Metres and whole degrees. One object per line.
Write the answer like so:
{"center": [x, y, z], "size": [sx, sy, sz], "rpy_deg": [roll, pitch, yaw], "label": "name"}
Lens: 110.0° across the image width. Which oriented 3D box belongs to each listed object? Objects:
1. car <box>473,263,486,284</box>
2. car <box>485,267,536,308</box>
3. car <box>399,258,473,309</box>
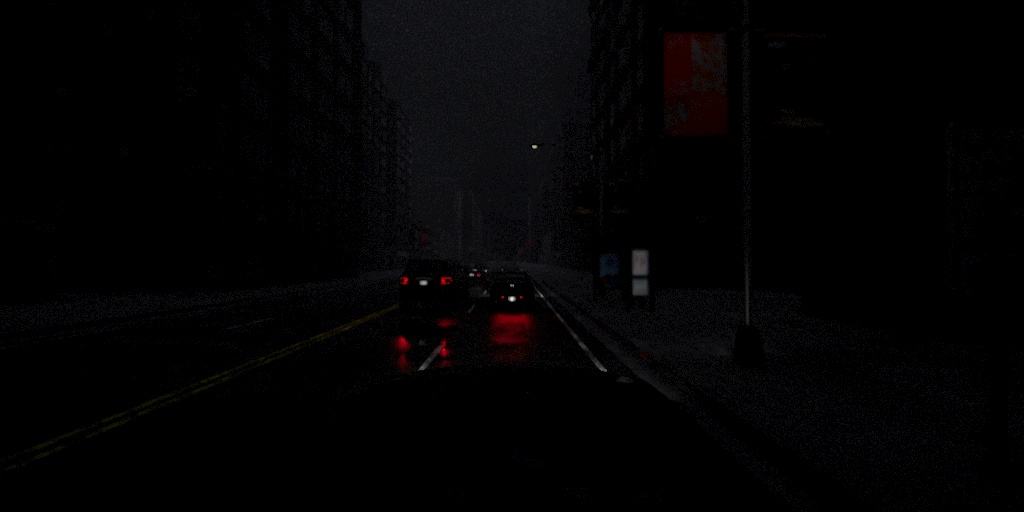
{"center": [-3.244, 1.579, 30.846], "size": [2.033, 1.411, 5.357], "rpy_deg": [0, -1, 0], "label": "car"}
{"center": [0.008, 1.396, 16.153], "size": [1.837, 1.490, 4.892], "rpy_deg": [0, 0, 0], "label": "car"}
{"center": [-3.246, 1.102, 15.857], "size": [2.150, 2.045, 5.566], "rpy_deg": [0, 0, 0], "label": "car"}
